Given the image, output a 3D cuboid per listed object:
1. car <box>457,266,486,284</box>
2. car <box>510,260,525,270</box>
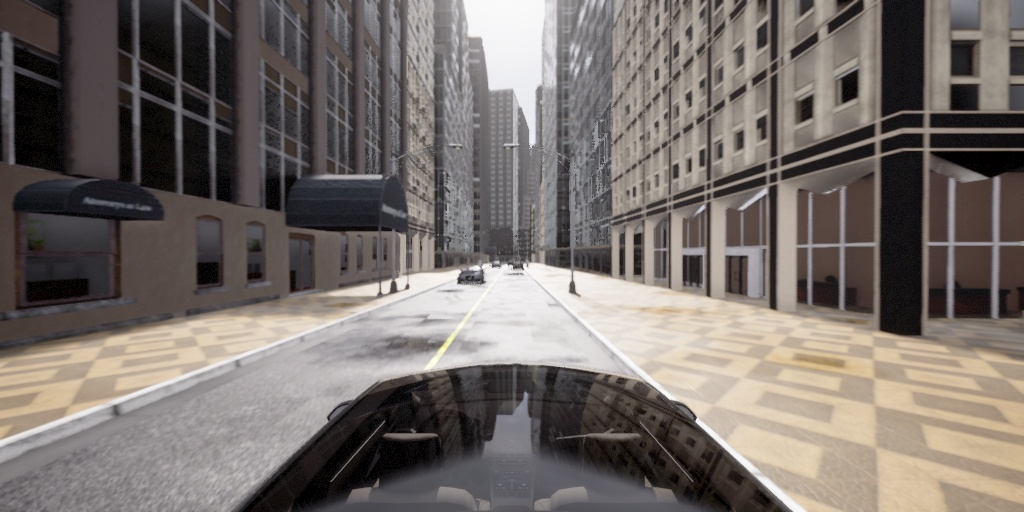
[{"bbox_3d":[-3.095,1.466,28.300,1.994,1.385,4.181,0,0,0],"label":"car"},{"bbox_3d":[1.056,1.609,59.768,1.837,1.490,4.892,0,0,0],"label":"car"}]
